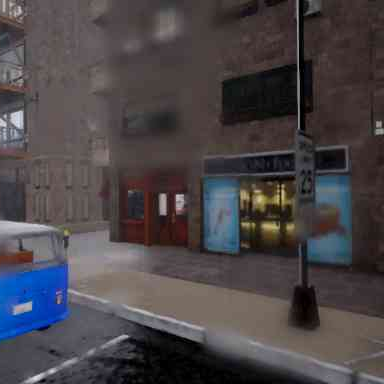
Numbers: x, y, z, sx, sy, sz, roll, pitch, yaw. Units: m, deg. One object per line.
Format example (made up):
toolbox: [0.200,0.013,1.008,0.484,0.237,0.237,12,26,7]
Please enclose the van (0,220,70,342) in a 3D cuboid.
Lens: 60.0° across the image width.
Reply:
van: [-3.800,1.342,5.601,3.998,1.788,1.690,0,-1,36]
